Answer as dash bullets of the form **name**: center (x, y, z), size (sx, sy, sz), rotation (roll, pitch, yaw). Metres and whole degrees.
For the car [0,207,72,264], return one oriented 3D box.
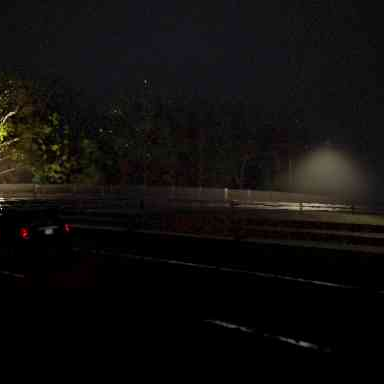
- **car**: center (-6.489, 1.305, 11.820), size (4.553, 1.767, 2.097), rotation (0, 0, 29)
